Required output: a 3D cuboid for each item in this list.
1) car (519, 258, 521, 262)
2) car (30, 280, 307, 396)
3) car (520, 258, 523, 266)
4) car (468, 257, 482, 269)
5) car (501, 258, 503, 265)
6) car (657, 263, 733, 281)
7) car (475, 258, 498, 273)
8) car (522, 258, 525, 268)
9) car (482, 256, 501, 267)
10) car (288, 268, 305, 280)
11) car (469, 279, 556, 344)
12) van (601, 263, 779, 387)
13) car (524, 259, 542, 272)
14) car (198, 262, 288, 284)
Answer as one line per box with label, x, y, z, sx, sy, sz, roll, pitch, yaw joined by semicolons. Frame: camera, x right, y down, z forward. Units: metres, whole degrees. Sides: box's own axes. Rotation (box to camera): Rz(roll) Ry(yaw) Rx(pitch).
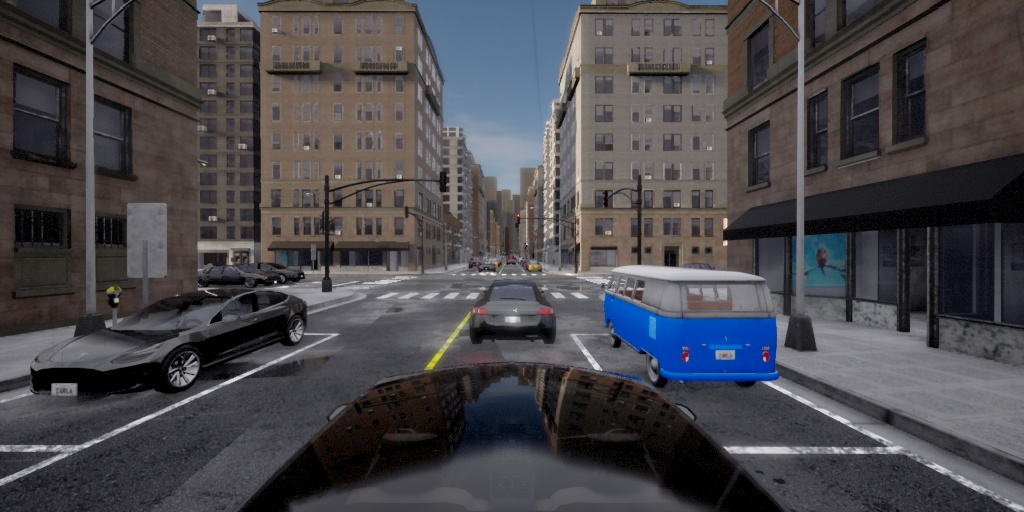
car;2.780;1.297;62.437;1.948;1.339;4.313;0;0;0
car;-5.643;1.316;6.710;1.948;1.339;4.313;0;0;0
car;2.823;1.286;56.911;2.007;1.370;4.403;0;0;0
car;-5.702;1.051;56.845;2.192;1.841;5.009;0;0;0
car;-3.152;1.331;64.957;1.895;1.301;4.718;0;0;0
car;15.220;1.289;29.987;5.357;1.411;2.033;0;0;0
car;-3.021;1.307;43.679;1.994;1.385;4.181;0;0;-1
car;2.866;1.179;51.385;1.967;1.591;4.097;0;0;0
car;-3.110;1.215;54.691;1.882;1.535;5.008;0;0;0
car;-17.871;1.230;26.347;4.892;1.490;1.837;0;0;0
car;0.042;1.314;9.592;1.994;1.385;4.181;0;0;1
van;2.882;1.090;6.669;1.690;1.789;3.998;0;0;0
car;2.908;1.267;46.029;1.751;1.417;4.829;0;0;0
car;-17.901;1.282;23.095;5.357;1.411;2.033;0;0;0
